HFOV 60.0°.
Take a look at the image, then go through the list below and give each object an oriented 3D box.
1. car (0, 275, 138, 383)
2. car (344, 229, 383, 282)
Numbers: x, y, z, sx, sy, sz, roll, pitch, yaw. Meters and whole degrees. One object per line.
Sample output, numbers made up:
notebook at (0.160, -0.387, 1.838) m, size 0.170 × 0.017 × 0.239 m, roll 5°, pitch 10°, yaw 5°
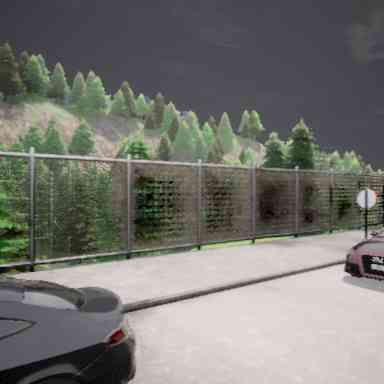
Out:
car at (-2.723, 1.512, 2.646) m, size 4.674 × 1.442 × 1.812 m, roll 0°, pitch 0°, yaw -36°
car at (5.894, 1.545, 8.783) m, size 4.181 × 1.385 × 1.994 m, roll 0°, pitch 0°, yaw -36°
